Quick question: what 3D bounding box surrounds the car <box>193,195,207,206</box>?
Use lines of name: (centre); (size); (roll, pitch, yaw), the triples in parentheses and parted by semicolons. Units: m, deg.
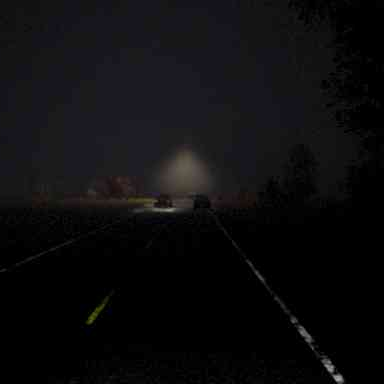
car: (1.075, 1.144, 46.502); (1.837, 1.490, 4.892); (0, 0, 0)

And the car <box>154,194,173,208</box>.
car: (-3.564, 1.030, 41.922); (2.097, 1.767, 4.553); (0, 0, 0)

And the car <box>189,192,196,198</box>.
car: (0.040, 0.725, 87.340); (1.812, 1.442, 4.674); (0, 1, 0)

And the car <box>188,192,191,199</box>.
car: (0.040, 0.786, 70.869); (2.128, 1.511, 4.902); (0, 1, 0)

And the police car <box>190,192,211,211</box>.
police car: (1.070, 1.149, 36.611); (1.930, 1.638, 5.238); (0, 0, 0)

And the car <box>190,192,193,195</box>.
car: (1.079, 1.061, 52.503); (1.882, 1.535, 5.008); (0, 1, 0)
